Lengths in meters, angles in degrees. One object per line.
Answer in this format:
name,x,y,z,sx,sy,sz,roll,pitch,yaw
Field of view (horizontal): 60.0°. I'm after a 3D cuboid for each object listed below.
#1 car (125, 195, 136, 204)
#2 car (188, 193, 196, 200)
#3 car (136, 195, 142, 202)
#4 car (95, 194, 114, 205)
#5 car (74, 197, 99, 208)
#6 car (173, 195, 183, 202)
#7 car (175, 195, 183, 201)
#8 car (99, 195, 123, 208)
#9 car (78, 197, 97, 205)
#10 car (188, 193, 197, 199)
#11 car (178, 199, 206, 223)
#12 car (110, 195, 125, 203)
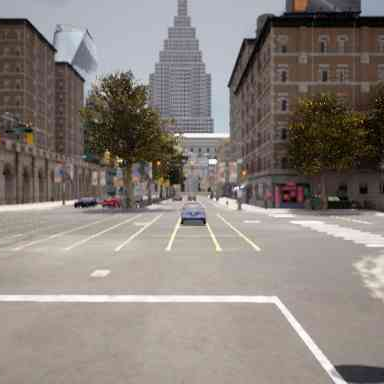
car,-11.484,1.469,58.009,1.837,1.490,4.892,0,0,0
car,0.024,1.134,87.268,2.097,1.767,4.553,0,0,0
car,-11.481,1.310,67.999,2.097,1.767,4.553,0,0,0
car,-14.984,1.317,57.095,2.097,1.767,4.553,0,0,0
car,-15.060,1.572,46.987,1.895,1.301,4.718,0,0,0
car,-3.478,1.492,78.114,2.033,1.411,5.357,0,0,0
car,-3.476,1.446,87.599,1.837,1.490,4.892,0,0,0
car,-11.556,1.448,48.212,1.882,1.535,5.008,0,0,0
car,-18.233,1.559,58.102,1.895,1.301,4.718,0,0,0
car,0.022,1.302,78.514,2.097,1.767,4.553,0,0,0
car,0.107,1.532,25.035,2.033,1.411,5.357,0,0,0
car,-14.981,1.436,67.195,1.882,1.535,5.008,0,0,0
